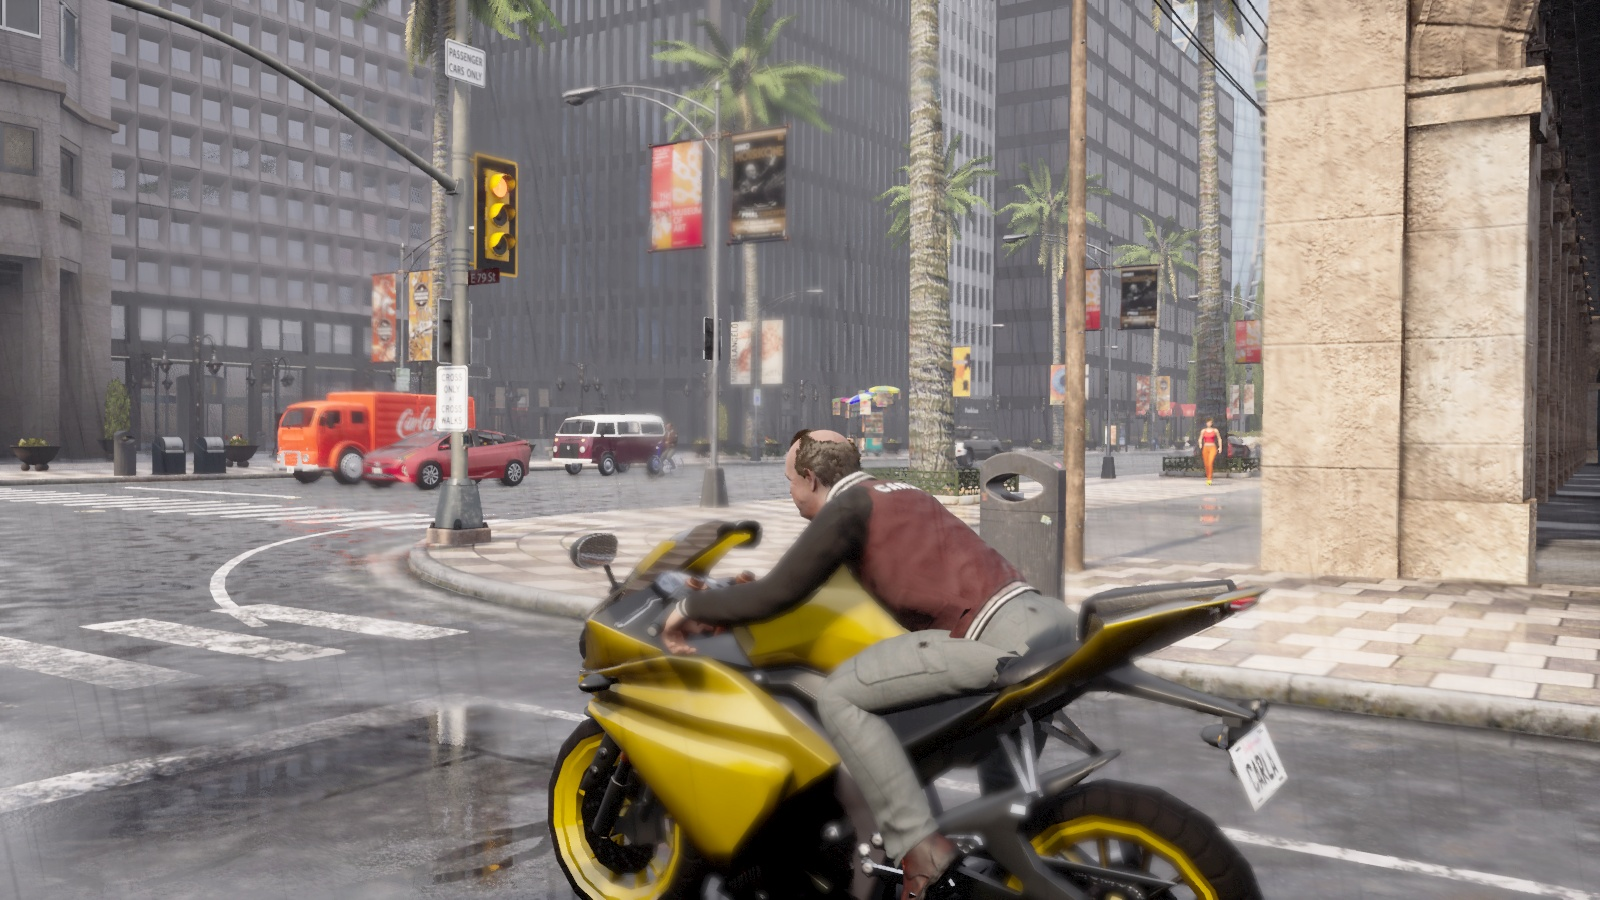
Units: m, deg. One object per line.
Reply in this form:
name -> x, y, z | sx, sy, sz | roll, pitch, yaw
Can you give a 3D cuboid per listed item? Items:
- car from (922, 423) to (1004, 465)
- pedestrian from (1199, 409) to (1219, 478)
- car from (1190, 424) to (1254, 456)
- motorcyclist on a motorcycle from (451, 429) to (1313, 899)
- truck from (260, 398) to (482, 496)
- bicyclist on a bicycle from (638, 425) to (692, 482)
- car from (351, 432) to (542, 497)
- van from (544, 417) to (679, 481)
car -> 7.490, -0.302, 57.296 | 1.932, 1.855, 4.605 | 0, 1, 33
pedestrian -> 10.966, -0.171, 33.641 | 0.345, 1.836, 0.594 | 0, 1, 33
car -> 23.067, -0.569, 68.532 | 2.242, 1.667, 4.611 | 0, 1, 33
motorcyclist on a motorcycle -> 0.146, 0.718, 3.421 | 2.191, 1.530, 0.866 | 0, 1, 33
truck -> -11.689, -0.122, 34.589 | 2.627, 2.467, 5.204 | 0, 1, 35
bicyclist on a bicycle -> -4.243, 0.100, 39.534 | 0.659, 1.776, 1.843 | 0, 1, 33
car -> -8.995, 0.318, 32.343 | 2.007, 1.525, 4.514 | 0, 1, 33
van -> -6.341, -0.071, 42.710 | 2.069, 2.038, 4.480 | 0, 1, 33
